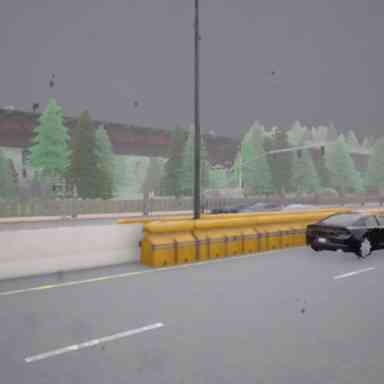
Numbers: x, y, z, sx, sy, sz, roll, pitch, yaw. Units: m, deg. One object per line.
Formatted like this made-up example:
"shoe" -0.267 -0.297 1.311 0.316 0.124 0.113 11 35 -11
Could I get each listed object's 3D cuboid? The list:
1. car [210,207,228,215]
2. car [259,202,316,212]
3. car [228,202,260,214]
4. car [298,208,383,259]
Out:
"car" 3.847 1.600 28.152 4.718 1.301 1.895 0 0 -35
"car" 6.856 1.524 21.716 4.674 1.442 1.812 0 0 -35
"car" 5.372 1.505 24.950 4.892 1.490 1.837 0 0 -35
"car" 6.446 1.477 12.715 5.008 1.535 1.882 0 0 -35
